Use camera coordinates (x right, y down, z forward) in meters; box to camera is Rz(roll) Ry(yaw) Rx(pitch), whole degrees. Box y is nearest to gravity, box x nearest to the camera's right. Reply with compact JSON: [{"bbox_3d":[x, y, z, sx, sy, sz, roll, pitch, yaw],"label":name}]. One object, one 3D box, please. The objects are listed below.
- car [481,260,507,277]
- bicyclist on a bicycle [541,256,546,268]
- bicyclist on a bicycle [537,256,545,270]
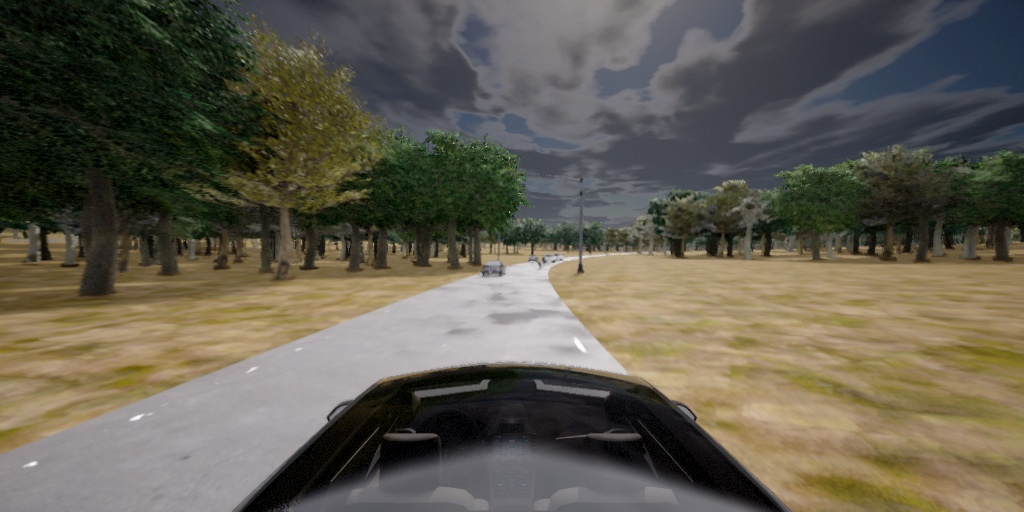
[{"bbox_3d":[-1.673,1.144,33.917,1.812,1.442,4.674,1,0,5],"label":"car"},{"bbox_3d":[4.878,0.862,55.654,0.659,1.776,1.843,1,1,9],"label":"bicyclist on a bicycle"},{"bbox_3d":[3.679,1.000,47.241,0.866,1.612,1.509,1,2,8],"label":"bicyclist on a bicycle"}]
